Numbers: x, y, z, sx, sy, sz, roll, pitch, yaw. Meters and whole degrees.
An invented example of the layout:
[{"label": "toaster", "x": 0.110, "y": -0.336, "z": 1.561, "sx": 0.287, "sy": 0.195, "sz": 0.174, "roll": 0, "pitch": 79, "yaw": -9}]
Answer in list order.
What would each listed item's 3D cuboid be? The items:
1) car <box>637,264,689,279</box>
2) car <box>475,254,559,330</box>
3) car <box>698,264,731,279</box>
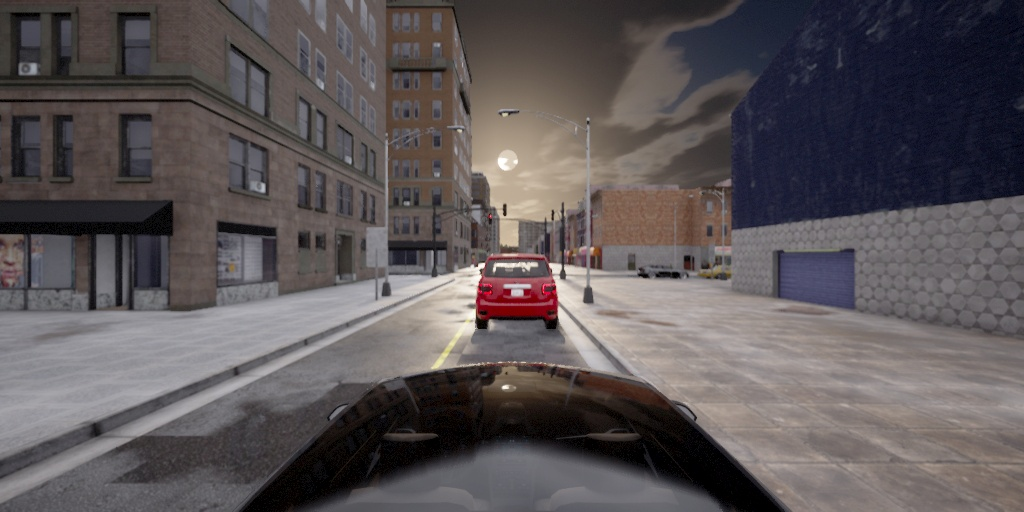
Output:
[{"label": "car", "x": 13.320, "y": 1.403, "z": 31.729, "sx": 4.313, "sy": 1.339, "sz": 1.948, "roll": 0, "pitch": 0, "yaw": 0}, {"label": "car", "x": 0.131, "y": 0.958, "z": 11.173, "sx": 2.150, "sy": 2.045, "sz": 5.566, "roll": 0, "pitch": 0, "yaw": 0}, {"label": "car", "x": 19.112, "y": 1.406, "z": 31.721, "sx": 4.829, "sy": 1.417, "sz": 1.751, "roll": 0, "pitch": 0, "yaw": 0}]
